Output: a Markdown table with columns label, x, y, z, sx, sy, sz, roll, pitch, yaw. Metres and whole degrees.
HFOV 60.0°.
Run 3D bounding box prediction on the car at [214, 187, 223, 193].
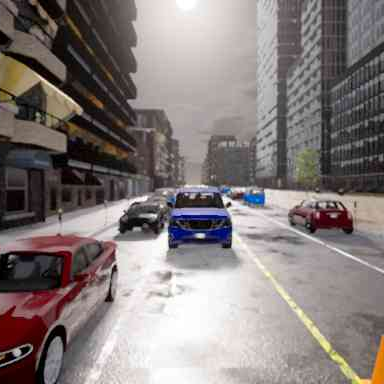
| label | x | y | z | sx | sy | sz | roll | pitch | yaw |
| --- | --- | --- | --- | --- | --- | --- | --- | --- | --- |
| car | 6.160 | -0.494 | 77.596 | 1.752 | 1.417 | 4.829 | 1 | 1 | 0 |

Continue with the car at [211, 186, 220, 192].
| label | x | y | z | sx | sy | sz | roll | pitch | yaw |
| --- | --- | --- | --- | --- | --- | --- | --- | --- | --- |
| car | 6.176 | -0.862 | 88.560 | 1.967 | 1.590 | 4.097 | 1 | 1 | 0 |

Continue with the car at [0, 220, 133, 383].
| label | x | y | z | sx | sy | sz | roll | pitch | yaw |
| --- | --- | --- | --- | --- | --- | --- | --- | --- | --- |
| car | -2.317 | 1.408 | 5.058 | 1.887 | 1.381 | 4.507 | 1 | 2 | 0 |

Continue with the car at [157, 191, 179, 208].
| label | x | y | z | sx | sy | sz | roll | pitch | yaw |
| --- | --- | --- | --- | --- | --- | --- | --- | --- | --- |
| car | -2.280 | 0.667 | 32.727 | 1.752 | 1.417 | 4.829 | 1 | 1 | 0 |

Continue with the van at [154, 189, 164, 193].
| label | x | y | z | sx | sy | sz | roll | pitch | yaw |
| --- | --- | --- | --- | --- | --- | --- | --- | --- | --- |
| van | -2.284 | 0.623 | 27.324 | 1.690 | 1.788 | 3.998 | 1 | 1 | 0 |

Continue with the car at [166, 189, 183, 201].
| label | x | y | z | sx | sy | sz | roll | pitch | yaw |
| --- | --- | --- | --- | --- | --- | --- | --- | --- | --- |
| car | -2.265 | 0.398 | 44.032 | 2.008 | 1.369 | 4.403 | 1 | 1 | 0 |

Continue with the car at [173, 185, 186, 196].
| label | x | y | z | sx | sy | sz | roll | pitch | yaw |
| --- | --- | --- | --- | --- | --- | --- | --- | --- | --- |
| car | -2.239 | -0.271 | 60.730 | 2.192 | 1.841 | 5.009 | 1 | 1 | 0 |

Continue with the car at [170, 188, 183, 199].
| label | x | y | z | sx | sy | sz | roll | pitch | yaw |
| --- | --- | --- | --- | --- | --- | --- | --- | --- | --- |
| car | -2.258 | 0.232 | 49.430 | 1.752 | 1.417 | 4.829 | 1 | 1 | 0 |

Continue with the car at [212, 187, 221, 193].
| label | x | y | z | sx | sy | sz | roll | pitch | yaw |
| --- | --- | --- | --- | --- | --- | --- | --- | --- | --- |
| car | 6.166 | -0.614 | 82.995 | 1.887 | 1.381 | 4.507 | 1 | 1 | 0 |

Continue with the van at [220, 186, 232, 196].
| label | x | y | z | sx | sy | sz | roll | pitch | yaw |
| --- | --- | --- | --- | --- | --- | --- | --- | --- | --- |
| van | 6.140 | -0.243 | 60.719 | 1.690 | 1.788 | 3.998 | 1 | 1 | 0 |

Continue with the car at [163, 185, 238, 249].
| label | x | y | z | sx | sy | sz | roll | pitch | yaw |
| --- | --- | --- | --- | --- | --- | --- | --- | --- | --- |
| car | 0.273 | 0.866 | 13.056 | 2.150 | 2.045 | 5.566 | 0 | 3 | 0 |

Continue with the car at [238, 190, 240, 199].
| label | x | y | z | sx | sy | sz | roll | pitch | yaw |
| --- | --- | --- | --- | --- | --- | --- | --- | --- | --- |
| car | 6.115 | 0.431 | 44.020 | 1.802 | 1.307 | 4.206 | 1 | 1 | 0 |

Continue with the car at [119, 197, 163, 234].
| label | x | y | z | sx | sy | sz | roll | pitch | yaw |
| --- | --- | --- | --- | --- | --- | --- | --- | --- | --- |
| car | -2.302 | 1.138 | 16.194 | 1.947 | 1.339 | 4.313 | 1 | 1 | 0 |

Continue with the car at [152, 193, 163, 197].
| label | x | y | z | sx | sy | sz | roll | pitch | yaw |
| --- | --- | --- | --- | --- | --- | --- | --- | --- | --- |
| car | -2.295 | 0.978 | 21.761 | 2.008 | 1.369 | 4.403 | 1 | 1 | 0 |

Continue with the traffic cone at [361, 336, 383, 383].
| label | x | y | z | sx | sy | sz | roll | pitch | yaw |
| --- | --- | --- | --- | --- | --- | --- | --- | --- | --- |
| traffic cone | 2.085 | 1.857 | 3.606 | 0.340 | 0.580 | 0.340 | 0 | 2 | 0 |

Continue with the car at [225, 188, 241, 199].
| label | x | y | z | sx | sy | sz | roll | pitch | yaw |
| --- | --- | --- | --- | --- | --- | --- | --- | --- | --- |
| car | 6.123 | 0.226 | 49.757 | 1.752 | 1.417 | 4.829 | 1 | 1 | 0 |

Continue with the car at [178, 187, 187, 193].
| label | x | y | z | sx | sy | sz | roll | pitch | yaw |
| --- | --- | --- | --- | --- | --- | --- | --- | --- | --- |
| car | -2.221 | -0.473 | 77.439 | 1.887 | 1.381 | 4.507 | 1 | 1 | 0 |

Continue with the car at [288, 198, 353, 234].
| label | x | y | z | sx | sy | sz | roll | pitch | yaw |
| --- | --- | --- | --- | --- | --- | --- | --- | --- | --- |
| car | 6.080 | 1.014 | 16.179 | 1.967 | 1.590 | 4.097 | 1 | 1 | 0 |

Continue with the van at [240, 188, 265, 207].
| label | x | y | z | sx | sy | sz | roll | pitch | yaw |
| --- | --- | --- | --- | --- | --- | --- | --- | --- | --- |
| van | 6.104 | 0.480 | 32.880 | 1.690 | 1.788 | 3.998 | 1 | 1 | 0 |
